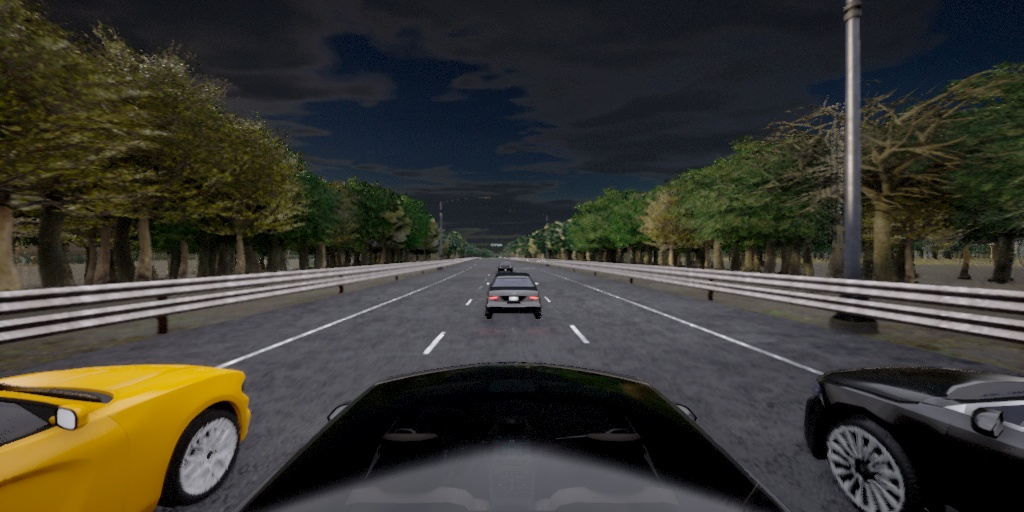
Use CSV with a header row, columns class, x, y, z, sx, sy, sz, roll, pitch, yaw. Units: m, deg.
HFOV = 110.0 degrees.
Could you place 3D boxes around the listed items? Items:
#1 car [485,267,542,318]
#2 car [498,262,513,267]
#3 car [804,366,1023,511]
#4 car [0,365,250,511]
class,x,y,z,sx,sy,sz,roll,pitch,yaw
car,0.020,1.298,13.019,2.033,1.411,5.357,0,0,-1
car,-0.859,1.358,44.552,1.895,1.301,4.718,0,0,-2
car,3.586,1.240,1.276,2.128,1.511,4.902,0,0,0
car,-3.413,1.229,1.352,1.882,1.535,5.008,0,0,0
